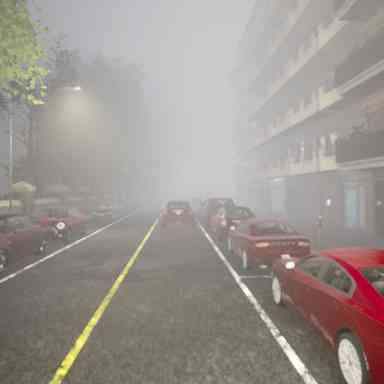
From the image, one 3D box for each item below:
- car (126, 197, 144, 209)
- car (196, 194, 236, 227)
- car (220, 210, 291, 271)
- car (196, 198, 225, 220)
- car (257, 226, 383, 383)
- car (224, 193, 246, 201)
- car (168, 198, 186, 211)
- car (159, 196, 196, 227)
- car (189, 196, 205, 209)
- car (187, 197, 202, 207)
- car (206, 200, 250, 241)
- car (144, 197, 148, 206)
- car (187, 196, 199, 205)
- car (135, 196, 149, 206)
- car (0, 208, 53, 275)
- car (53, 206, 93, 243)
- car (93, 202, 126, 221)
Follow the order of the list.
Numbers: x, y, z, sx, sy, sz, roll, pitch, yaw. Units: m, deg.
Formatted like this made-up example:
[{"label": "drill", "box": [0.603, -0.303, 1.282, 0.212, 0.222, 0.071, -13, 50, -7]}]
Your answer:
[{"label": "car", "box": [-7.746, 1.478, 43.811, 1.752, 1.417, 4.829, -1, 0, -3]}, {"label": "car", "box": [1.700, 1.238, 21.890, 2.192, 1.841, 5.009, -1, 0, -3]}, {"label": "car", "box": [2.247, 1.494, 10.644, 1.887, 1.381, 4.507, -1, 0, -3]}, {"label": "car", "box": [1.430, 1.350, 27.515, 1.967, 1.590, 4.097, -1, 0, -3]}, {"label": "car", "box": [2.519, 1.507, 5.020, 1.887, 1.381, 4.507, -1, 0, -3]}, {"label": "car", "box": [10.683, 1.304, 83.170, 5.009, 1.841, 2.192, 1, -1, -3]}, {"label": "car", "box": [-1.751, 1.473, 39.609, 1.994, 1.385, 4.181, -1, 0, -3]}, {"label": "car", "box": [-0.925, 1.296, 22.344, 2.097, 1.767, 4.553, -1, 0, -3]}, {"label": "car", "box": [0.615, 1.317, 44.385, 1.967, 1.590, 4.097, -1, 0, -3]}, {"label": "car", "box": [0.345, 1.433, 50.010, 1.947, 1.339, 4.313, -1, 0, -3]}, {"label": "car", "box": [1.974, 1.376, 16.266, 1.967, 1.590, 4.097, -1, 0, -3]}, {"label": "car", "box": [-8.025, 1.493, 49.604, 2.008, 1.369, 4.403, -1, 0, -3]}, {"label": "car", "box": [0.064, 1.384, 55.804, 1.752, 1.417, 4.829, -1, 0, -3]}, {"label": "car", "box": [-8.290, 1.460, 55.059, 1.752, 1.417, 4.829, -1, 0, -3]}, {"label": "car", "box": [-6.125, 1.465, 10.239, 1.967, 1.590, 4.097, -1, 0, -3]}, {"label": "car", "box": [-6.397, 1.452, 15.861, 1.967, 1.590, 4.097, -1, 0, -3]}, {"label": "car", "box": [-6.938, 1.537, 27.110, 2.008, 1.369, 4.403, -1, 0, -3]}]
